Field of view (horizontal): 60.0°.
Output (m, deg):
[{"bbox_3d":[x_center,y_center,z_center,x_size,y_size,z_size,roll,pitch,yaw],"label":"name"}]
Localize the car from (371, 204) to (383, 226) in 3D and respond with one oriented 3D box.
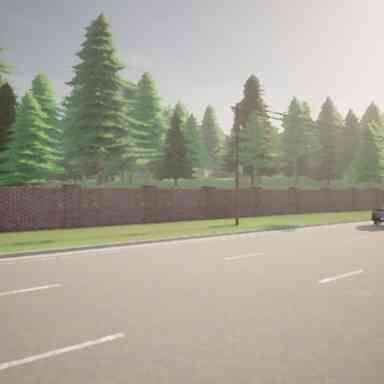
[{"bbox_3d":[13.943,1.481,22.287,4.902,1.511,2.128,0,0,-35],"label":"car"}]
